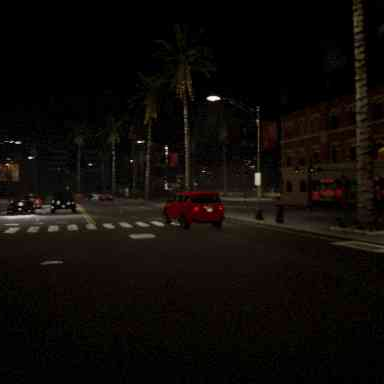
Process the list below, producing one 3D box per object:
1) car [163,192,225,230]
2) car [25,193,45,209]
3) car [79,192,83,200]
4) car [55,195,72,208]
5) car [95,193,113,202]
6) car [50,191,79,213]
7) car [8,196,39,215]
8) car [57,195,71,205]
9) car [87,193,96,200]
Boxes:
[{"bbox_3d":[-0.050,1.003,19.701,2.150,2.045,5.566,-1,1,-21],"label":"car"},{"bbox_3d":[-18.656,1.043,38.646,2.097,1.767,4.553,-1,1,-21],"label":"car"},{"bbox_3d":[-23.603,0.764,67.345,2.097,1.767,4.553,-1,1,-33],"label":"car"},{"bbox_3d":[-16.137,1.166,41.859,1.812,1.442,4.674,-1,1,-21],"label":"car"},{"bbox_3d":[-15.502,1.046,59.439,1.895,1.301,4.718,-1,1,-25],"label":"car"},{"bbox_3d":[-12.664,0.939,32.783,2.150,2.045,5.566,-1,1,-21],"label":"car"},{"bbox_3d":[-15.660,1.321,30.830,1.994,1.385,4.181,-1,1,-21],"label":"car"},{"bbox_3d":[-19.647,1.126,51.013,1.994,1.385,4.181,-1,1,-21],"label":"car"},{"bbox_3d":[-20.255,0.900,68.575,2.128,1.511,4.902,-1,1,-33],"label":"car"}]
